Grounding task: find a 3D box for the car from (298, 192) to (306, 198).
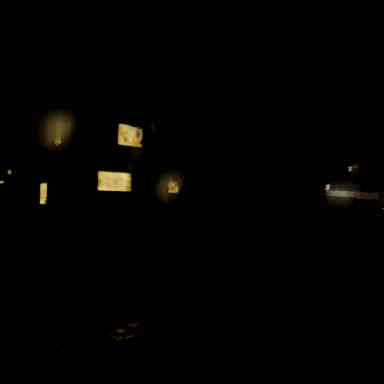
[{"bbox_3d":[16.443,0.393,52.256,2.128,1.511,4.902,2,1,-3],"label":"car"}]
